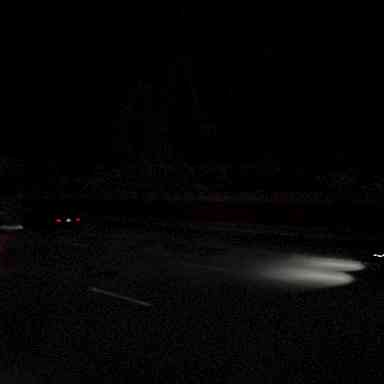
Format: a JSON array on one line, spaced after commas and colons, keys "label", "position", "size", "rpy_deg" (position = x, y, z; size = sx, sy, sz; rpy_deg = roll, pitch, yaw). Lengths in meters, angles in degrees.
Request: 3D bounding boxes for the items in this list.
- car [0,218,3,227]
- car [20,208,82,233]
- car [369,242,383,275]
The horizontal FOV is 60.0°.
[{"label": "car", "position": [-13.067, 1.744, 19.948], "size": [4.718, 1.301, 1.895], "rpy_deg": [0, 0, 45]}, {"label": "car", "position": [-8.823, 1.677, 20.653], "size": [5.357, 1.411, 2.033], "rpy_deg": [0, 0, 44]}, {"label": "car", "position": [6.877, 1.511, 7.718], "size": [4.892, 1.490, 1.837], "rpy_deg": [-1, 0, 36]}]
